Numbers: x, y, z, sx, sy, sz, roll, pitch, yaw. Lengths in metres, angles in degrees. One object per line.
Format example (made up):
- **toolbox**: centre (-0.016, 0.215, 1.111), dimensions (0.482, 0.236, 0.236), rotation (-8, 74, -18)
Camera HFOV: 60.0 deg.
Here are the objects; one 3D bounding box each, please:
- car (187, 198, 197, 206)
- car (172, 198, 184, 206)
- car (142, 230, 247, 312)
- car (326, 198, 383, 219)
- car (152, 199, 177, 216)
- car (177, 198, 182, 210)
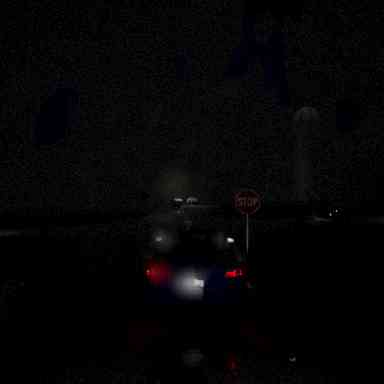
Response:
- **car**: centre (-0.028, 1.941, 68.668), dimensions (2.097, 1.767, 4.553), rotation (0, -1, 0)
- **car**: centre (-2.786, 2.051, 66.900), dimensions (2.128, 1.511, 4.902), rotation (0, -1, 0)
- **car**: centre (0.072, 1.574, 7.827), dimensions (1.994, 1.385, 4.181), rotation (0, 0, 1)
- **car**: centre (12.545, 1.143, 23.834), dimensions (5.357, 1.411, 2.033), rotation (-2, -1, -2)
- **car**: centre (-2.864, 1.675, 33.547), dimensions (1.994, 1.385, 4.181), rotation (0, 0, -1)
- **car**: centre (-2.861, 1.770, 44.794), dimensions (2.033, 1.411, 5.357), rotation (0, -1, 0)
